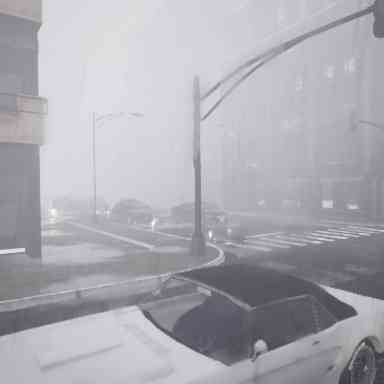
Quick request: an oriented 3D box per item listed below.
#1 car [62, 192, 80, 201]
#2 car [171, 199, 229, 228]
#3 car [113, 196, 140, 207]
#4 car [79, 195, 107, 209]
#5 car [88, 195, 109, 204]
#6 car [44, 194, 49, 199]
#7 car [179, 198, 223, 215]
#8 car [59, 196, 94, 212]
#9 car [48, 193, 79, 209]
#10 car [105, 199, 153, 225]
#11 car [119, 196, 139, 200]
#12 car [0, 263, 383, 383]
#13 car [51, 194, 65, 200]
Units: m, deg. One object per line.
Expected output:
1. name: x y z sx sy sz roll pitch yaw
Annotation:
1. car: -25.182 0.936 69.183 2.192 1.841 5.009 -1 1 -35
2. car: 0.408 1.434 22.031 2.128 1.511 4.902 -1 1 -35
3. car: -9.109 1.266 45.962 1.752 1.417 4.829 -1 1 -35
4. car: -11.478 1.397 39.221 2.033 1.411 5.357 -1 1 -35
5. car: -15.576 1.217 55.307 1.752 1.417 4.829 -1 1 -35
6. car: -34.978 1.076 83.343 1.752 1.417 4.829 -1 1 -35
7. car: 0.773 1.360 31.866 1.887 1.381 4.507 -1 1 -35
8. car: -12.666 1.449 36.379 2.008 1.369 4.403 -1 1 -35
9. car: -15.901 1.313 41.051 1.967 1.590 4.097 -1 1 -35
10. car: -4.401 1.509 24.210 1.887 1.381 4.507 -1 1 -35
11. car: -5.477 1.374 30.537 1.882 1.535 5.008 -1 1 -35
12. car: 0.241 1.600 3.602 4.718 1.301 1.895 0 0 -34
13. car: -31.648 1.125 78.531 2.008 1.369 4.403 -1 1 -35
